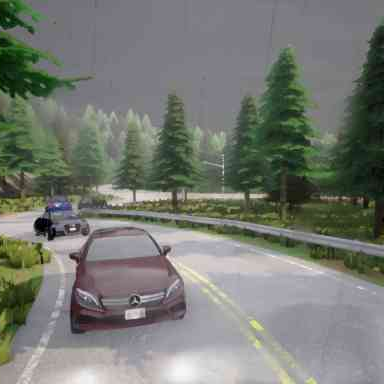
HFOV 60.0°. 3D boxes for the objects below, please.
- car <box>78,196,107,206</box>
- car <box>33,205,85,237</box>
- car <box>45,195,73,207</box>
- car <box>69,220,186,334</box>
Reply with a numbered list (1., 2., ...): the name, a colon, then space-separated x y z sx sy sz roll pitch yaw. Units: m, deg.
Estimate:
1. car: -12.694 1.289 42.814 2.097 1.767 4.553 2 2 13
2. car: -7.045 1.664 17.776 1.994 1.385 4.181 -4 2 -38
3. car: -12.844 1.326 32.225 2.150 2.045 5.566 -1 0 -18
4. car: -1.518 1.523 7.069 1.812 1.442 4.674 -2 0 -17
